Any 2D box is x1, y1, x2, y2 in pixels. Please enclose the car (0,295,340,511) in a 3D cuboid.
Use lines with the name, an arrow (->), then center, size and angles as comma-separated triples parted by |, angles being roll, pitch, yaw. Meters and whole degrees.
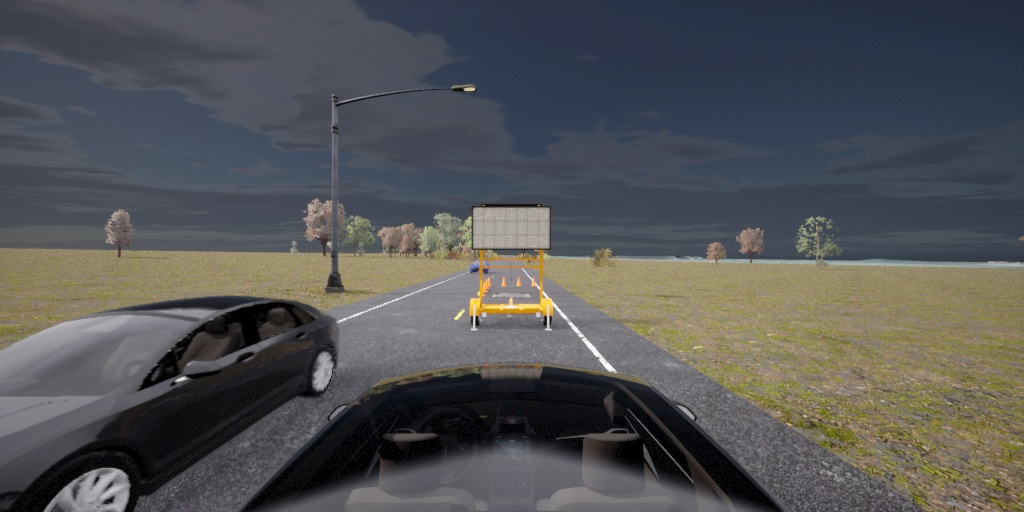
car -> -3.605, 1.255, 3.739 | 1.837, 1.490, 4.892 | 0, 0, 0

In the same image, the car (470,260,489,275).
car -> -3.596, 1.229, 40.196 | 1.882, 1.535, 5.008 | 0, 0, 0

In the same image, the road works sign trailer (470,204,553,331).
road works sign trailer -> -0.023, 0.214, 11.023 | 2.380, 3.560, 2.880 | 0, 0, 0
